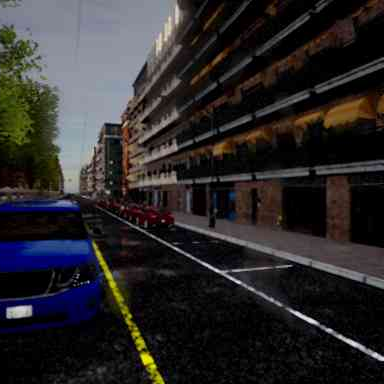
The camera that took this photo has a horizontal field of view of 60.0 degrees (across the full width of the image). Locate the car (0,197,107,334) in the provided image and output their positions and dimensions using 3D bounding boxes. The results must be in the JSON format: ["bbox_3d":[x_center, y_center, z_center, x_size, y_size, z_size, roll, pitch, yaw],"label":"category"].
[{"bbox_3d":[-3.208,1.231,6.982,2.150,2.045,5.566,0,0,-20],"label":"car"}]

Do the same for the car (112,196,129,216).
[{"bbox_3d":[-6.331,1.517,32.481,1.967,1.590,4.097,0,0,-20],"label":"car"}]

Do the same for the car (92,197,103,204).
[{"bbox_3d":[-19.870,1.700,69.676,1.752,1.417,4.829,0,0,-20],"label":"car"}]

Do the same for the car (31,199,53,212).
[{"bbox_3d":[-18.057,1.623,40.195,2.008,1.369,4.403,0,0,-20],"label":"car"}]

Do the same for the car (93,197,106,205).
[{"bbox_3d":[-17.885,1.723,64.225,1.947,1.339,4.313,0,0,-20],"label":"car"}]

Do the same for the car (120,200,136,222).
[{"bbox_3d":[-4.406,1.610,27.190,1.887,1.381,4.507,0,0,-20],"label":"car"}]

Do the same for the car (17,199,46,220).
[{"bbox_3d":[-14.206,1.488,29.613,1.967,1.590,4.097,0,0,-20],"label":"car"}]

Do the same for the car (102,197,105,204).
[{"bbox_3d":[-10.183,1.541,43.063,1.967,1.590,4.097,0,0,-20],"label":"car"}]

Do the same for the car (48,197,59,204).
[{"bbox_3d":[-27.628,1.670,66.489,1.752,1.417,4.829,0,0,-20],"label":"car"}]

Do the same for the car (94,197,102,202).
[{"bbox_3d":[-15.960,1.582,58.934,1.967,1.590,4.097,0,0,-20],"label":"car"}]

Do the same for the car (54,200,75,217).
[{"bbox_3d":[-12.535,1.568,32.893,1.837,1.490,4.892,0,0,-20],"label":"car"}]

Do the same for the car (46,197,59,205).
[{"bbox_3d":[-25.760,1.679,61.358,2.008,1.369,4.403,0,0,-20],"label":"car"}]

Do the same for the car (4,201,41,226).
[{"bbox_3d":[-12.281,1.476,24.324,1.967,1.590,4.097,0,0,-20],"label":"car"}]

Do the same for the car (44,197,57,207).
[{"bbox_3d":[-23.776,1.638,55.908,1.752,1.417,4.829,0,0,-20],"label":"car"}]

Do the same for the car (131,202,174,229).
[{"bbox_3d":[-2.480,1.598,21.900,1.887,1.381,4.507,0,0,-20],"label":"car"}]

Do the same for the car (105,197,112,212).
[{"bbox_3d":[-8.257,1.404,37.771,2.192,1.841,5.009,0,0,-20],"label":"car"}]
